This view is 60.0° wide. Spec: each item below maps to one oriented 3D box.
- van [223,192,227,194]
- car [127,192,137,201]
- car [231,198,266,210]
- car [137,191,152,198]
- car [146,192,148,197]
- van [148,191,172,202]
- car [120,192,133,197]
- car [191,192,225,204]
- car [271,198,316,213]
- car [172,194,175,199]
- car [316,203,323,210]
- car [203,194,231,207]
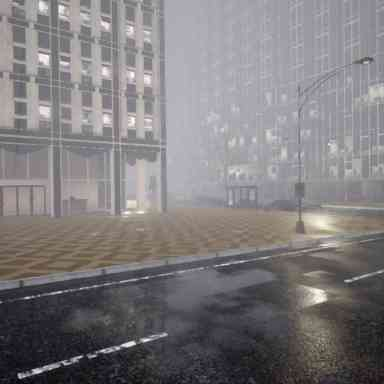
[{"bbox_3d":[4.437,0.855,58.449,1.690,1.788,3.998,0,1,-34],"label":"van"},{"bbox_3d":[-12.121,1.040,67.769,2.008,1.369,4.403,0,1,-34],"label":"car"},{"bbox_3d":[7.084,1.388,39.593,1.802,1.307,4.206,0,1,-34],"label":"car"},{"bbox_3d":[-11.644,0.686,81.880,1.967,1.590,4.097,0,1,-34],"label":"car"},{"bbox_3d":[-8.428,0.615,77.193,2.192,1.841,5.009,0,1,-34],"label":"car"},{"bbox_3d":[-5.688,0.937,58.395,1.690,1.788,3.998,0,1,-34],"label":"van"},{"bbox_3d":[-18.076,0.689,91.254,2.008,1.369,4.403,0,1,-34],"label":"car"},{"bbox_3d":[2.378,1.158,51.208,1.837,1.490,4.892,-1,1,-35],"label":"car"},{"bbox_3d":[10.286,1.424,34.894,1.947,1.339,4.313,0,1,-34],"label":"car"},{"bbox_3d":[-5.211,0.936,72.511,1.802,1.307,4.206,0,1,-34],"label":"car"},{"bbox_3d":[11.865,1.351,37.388,2.033,1.411,5.357,-1,1,-34],"label":"car"},{"bbox_3d":[3.916,1.320,44.311,1.947,1.339,4.313,0,1,-34],"label":"car"}]
